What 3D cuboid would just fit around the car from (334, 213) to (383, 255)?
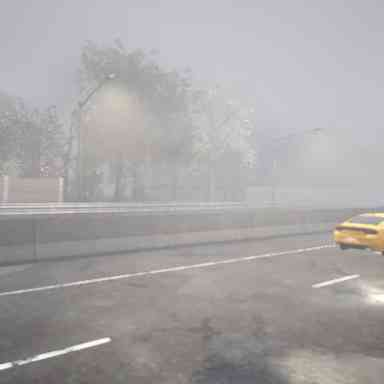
[{"bbox_3d":[7.952,1.631,13.810,5.008,1.535,1.882,0,0,-35],"label":"car"}]
